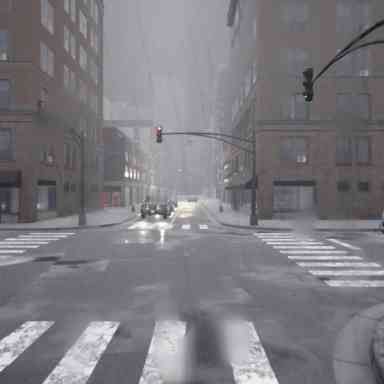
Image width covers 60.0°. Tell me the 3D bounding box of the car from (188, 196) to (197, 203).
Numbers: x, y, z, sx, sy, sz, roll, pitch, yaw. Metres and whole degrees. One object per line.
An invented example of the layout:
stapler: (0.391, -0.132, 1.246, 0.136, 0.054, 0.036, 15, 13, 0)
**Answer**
car: (0.071, 1.519, 69.960, 2.128, 1.511, 4.902, 0, 0, 0)

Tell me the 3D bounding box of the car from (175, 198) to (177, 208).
car: (-3.120, 1.545, 39.385, 1.812, 1.442, 4.674, 0, 0, 0)

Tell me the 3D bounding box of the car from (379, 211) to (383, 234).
car: (11.041, 1.617, 14.610, 4.718, 1.301, 1.895, 0, 0, 2)

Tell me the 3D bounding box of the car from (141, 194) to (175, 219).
car: (-3.100, 1.236, 29.712, 2.150, 2.045, 5.566, 0, 0, 2)
